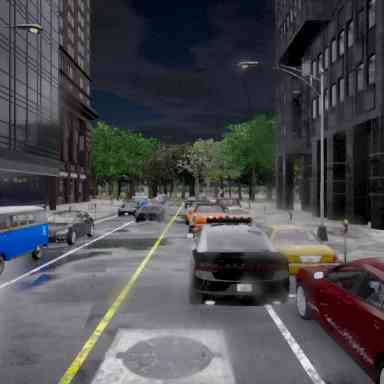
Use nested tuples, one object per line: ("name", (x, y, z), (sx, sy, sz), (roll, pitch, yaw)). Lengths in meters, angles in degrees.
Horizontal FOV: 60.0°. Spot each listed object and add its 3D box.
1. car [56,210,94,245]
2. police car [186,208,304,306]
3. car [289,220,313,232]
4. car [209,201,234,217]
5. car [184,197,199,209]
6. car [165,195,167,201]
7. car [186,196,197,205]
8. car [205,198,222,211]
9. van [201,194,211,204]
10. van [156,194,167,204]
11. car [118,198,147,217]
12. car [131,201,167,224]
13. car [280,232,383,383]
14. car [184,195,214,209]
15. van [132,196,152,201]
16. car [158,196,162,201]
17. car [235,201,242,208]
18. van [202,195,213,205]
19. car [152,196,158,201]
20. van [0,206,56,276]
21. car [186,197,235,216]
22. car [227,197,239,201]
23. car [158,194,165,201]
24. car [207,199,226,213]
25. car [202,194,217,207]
("car", (-5.781, 1.552, 15.297), (2.008, 1.369, 4.403), (0, 0, 0))
("police car", (0.890, 1.426, 8.244), (1.930, 1.638, 5.238), (0, 0, 0))
("car", (2.750, 1.526, 10.039), (1.752, 1.417, 4.829), (0, 0, 0))
("car", (2.726, 1.555, 31.619), (2.008, 1.369, 4.403), (0, 0, 0))
("car", (-0.040, 1.515, 45.791), (1.837, 1.490, 4.892), (0, 0, 1))
("car", (-5.830, 1.458, 58.798), (1.967, 1.590, 4.097), (0, 0, 0))
("car", (-0.067, 1.523, 59.356), (1.837, 1.490, 4.892), (0, 0, 0))
("car", (2.713, 1.553, 42.495), (1.887, 1.381, 4.507), (0, 0, 0))
("van", (2.689, 1.362, 64.245), (1.690, 1.788, 3.998), (0, 0, 0))
("van", (-5.836, 1.362, 64.236), (1.690, 1.788, 3.998), (0, 0, 0))
("car", (-5.799, 1.570, 31.610), (1.947, 1.339, 4.313), (0, 0, 0))
("car", (-3.028, 1.603, 24.840), (1.895, 1.301, 4.718), (0, 0, 0))
("car", (2.756, 1.545, 4.432), (1.887, 1.381, 4.507), (0, 0, 0))
("car", (0.688, 1.354, 24.132), (2.097, 1.767, 4.553), (0, 0, 2))
("van", (-5.806, 1.347, 37.048), (1.690, 1.788, 3.998), (0, 0, 0))
("car", (-5.818, 1.577, 47.923), (1.947, 1.339, 4.313), (0, 0, 0))
("car", (2.738, 1.527, 20.914), (1.752, 1.417, 4.829), (0, 0, 0))
("van", (2.695, 1.359, 58.807), (1.690, 1.788, 3.998), (0, 0, 0))
("car", (-5.812, 1.534, 42.315), (1.752, 1.417, 4.829), (0, 0, 0))
("van", (-5.775, 1.341, 9.860), (1.690, 1.788, 3.998), (0, 0, 0))
("car", (0.879, 1.353, 18.105), (2.097, 1.767, 4.553), (0, 0, 0))
("car", (2.731, 1.318, 26.182), (2.192, 1.841, 5.009), (0, 0, 0))
("car", (-5.824, 1.539, 53.191), (1.752, 1.417, 4.829), (0, 0, 0))
("car", (2.719, 1.532, 37.227), (1.752, 1.417, 4.829), (0, 0, 0))
("car", (2.701, 1.329, 53.370), (2.192, 1.841, 5.009), (0, 0, 0))
